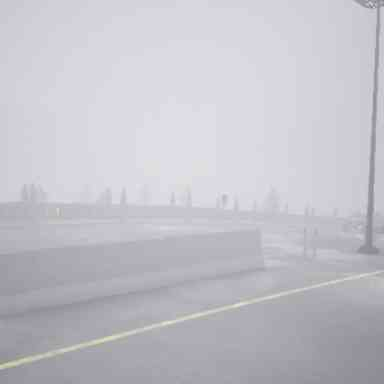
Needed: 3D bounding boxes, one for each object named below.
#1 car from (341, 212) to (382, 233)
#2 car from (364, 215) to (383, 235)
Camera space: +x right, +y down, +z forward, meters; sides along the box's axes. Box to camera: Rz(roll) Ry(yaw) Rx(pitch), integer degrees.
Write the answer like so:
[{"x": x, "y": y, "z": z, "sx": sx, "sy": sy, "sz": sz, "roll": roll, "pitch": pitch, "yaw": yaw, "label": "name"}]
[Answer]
[{"x": 17.406, "y": 3.097, "z": 33.599, "sx": 5.566, "sy": 2.045, "sz": 2.150, "roll": 6, "pitch": -3, "yaw": -35, "label": "car"}, {"x": 17.731, "y": 3.176, "z": 29.528, "sx": 5.008, "sy": 1.535, "sz": 1.882, "roll": 6, "pitch": -4, "yaw": -35, "label": "car"}]
